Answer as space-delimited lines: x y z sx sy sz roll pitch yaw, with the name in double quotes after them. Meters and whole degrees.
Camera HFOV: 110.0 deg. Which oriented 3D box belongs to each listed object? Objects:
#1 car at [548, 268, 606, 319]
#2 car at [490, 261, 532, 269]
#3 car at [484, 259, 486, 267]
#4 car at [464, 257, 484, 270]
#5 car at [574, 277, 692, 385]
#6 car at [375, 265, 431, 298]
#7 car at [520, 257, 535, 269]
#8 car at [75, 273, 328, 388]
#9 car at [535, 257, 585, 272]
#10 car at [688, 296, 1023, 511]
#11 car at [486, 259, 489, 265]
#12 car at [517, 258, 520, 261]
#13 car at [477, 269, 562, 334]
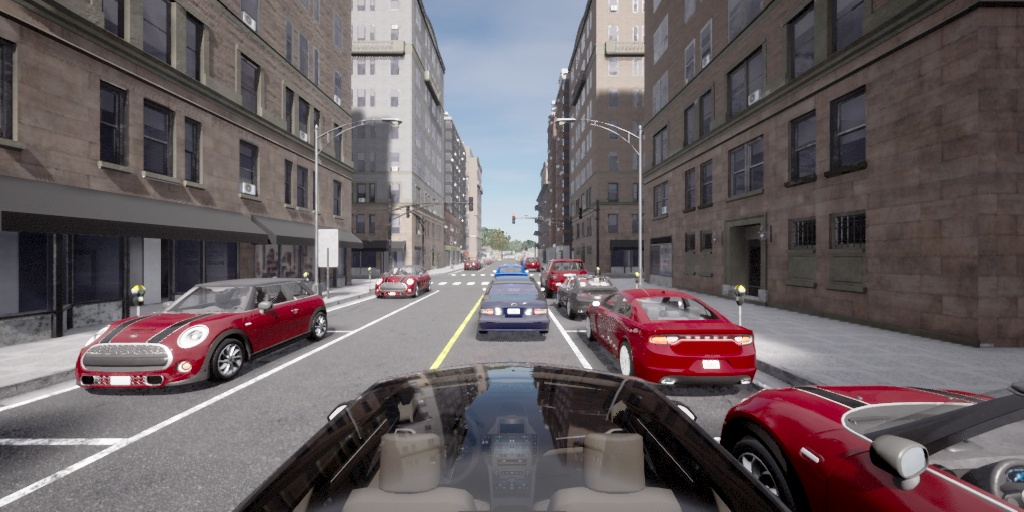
2.601 1.300 12.643 2.007 1.370 4.403 0 0 0 "car"
-0.064 1.227 20.436 1.882 1.535 5.008 0 0 0 "car"
-5.610 1.311 56.358 1.948 1.339 4.313 0 0 0 "car"
-5.593 1.060 50.855 2.192 1.841 5.009 0 0 0 "car"
2.621 1.295 6.961 1.888 1.381 4.507 0 0 0 "car"
-5.445 1.189 18.296 1.967 1.591 4.097 0 0 0 "car"
2.546 1.061 45.381 2.192 1.841 5.009 0 0 0 "car"
-5.404 1.190 6.931 1.967 1.591 4.097 0 0 0 "car"
2.580 1.064 18.325 2.192 1.841 5.009 0 0 0 "car"
2.642 1.190 1.279 1.967 1.591 4.097 0 0 0 "car"
-5.628 1.295 61.862 2.007 1.370 4.403 0 0 0 "car"
2.474 1.059 61.893 2.192 1.841 5.009 0 0 0 "car"
0.047 1.297 10.617 2.033 1.411 5.357 0 0 0 "car"
